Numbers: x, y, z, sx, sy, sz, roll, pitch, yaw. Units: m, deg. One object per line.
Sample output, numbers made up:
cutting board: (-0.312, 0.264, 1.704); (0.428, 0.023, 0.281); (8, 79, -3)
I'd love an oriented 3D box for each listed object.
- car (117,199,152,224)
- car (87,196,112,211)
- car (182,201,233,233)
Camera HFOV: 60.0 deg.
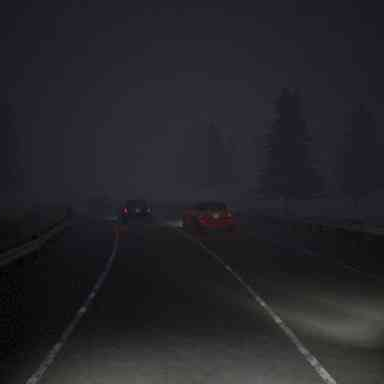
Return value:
car: (-4.381, 1.307, 24.885); (2.097, 1.767, 4.553); (0, 0, -17)
car: (-11.141, 1.292, 39.780); (2.097, 1.767, 4.553); (0, 0, -29)
car: (0.793, 1.303, 19.670); (2.097, 1.767, 4.553); (0, 0, -13)
